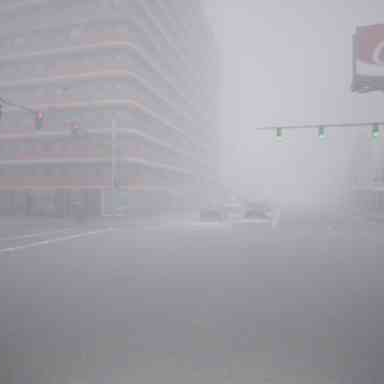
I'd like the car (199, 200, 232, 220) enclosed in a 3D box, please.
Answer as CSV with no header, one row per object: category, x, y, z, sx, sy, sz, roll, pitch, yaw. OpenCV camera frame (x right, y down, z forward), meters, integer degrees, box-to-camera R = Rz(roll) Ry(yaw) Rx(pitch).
car,2.032,1.632,29.915,1.882,1.535,5.008,0,0,15

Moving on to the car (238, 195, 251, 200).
car,7.990,1.478,51.648,2.150,2.045,5.566,0,0,15

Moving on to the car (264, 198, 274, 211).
car,8.758,1.729,41.195,1.812,1.442,4.674,0,0,16

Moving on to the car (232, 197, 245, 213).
car,4.767,1.680,39.885,1.882,1.535,5.008,0,0,16

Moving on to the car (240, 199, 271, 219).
car,6.110,1.704,31.544,2.033,1.411,5.357,0,0,15

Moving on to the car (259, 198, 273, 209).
car,11.487,1.756,51.118,1.837,1.490,4.892,0,0,16
